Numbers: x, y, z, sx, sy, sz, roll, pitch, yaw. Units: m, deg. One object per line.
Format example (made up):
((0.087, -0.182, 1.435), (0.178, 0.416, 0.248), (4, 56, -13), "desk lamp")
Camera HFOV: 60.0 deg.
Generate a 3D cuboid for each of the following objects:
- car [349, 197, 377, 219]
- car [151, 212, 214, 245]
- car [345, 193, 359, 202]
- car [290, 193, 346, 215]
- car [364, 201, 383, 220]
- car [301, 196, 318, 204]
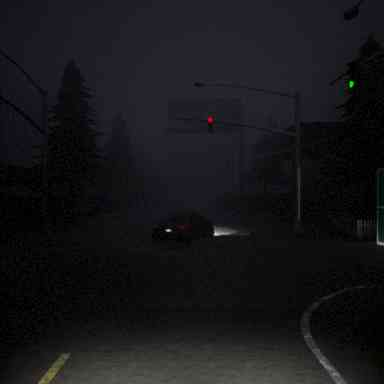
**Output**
((14.387, 1.505, 24.949), (3.866, 1.878, 1.905), (0, 0, 0), "car")
((-0.331, 1.654, 16.318), (1.994, 1.385, 4.181), (1, 0, 21), "car")
((34.960, 1.490, 71.792), (2.007, 1.523, 4.514), (0, 0, 0), "car")
((13.364, 1.413, 36.101), (5.566, 2.045, 2.150), (0, 0, -15), "car")
((18.718, 1.672, 30.616), (4.611, 1.667, 2.242), (0, 0, 0), "car")
((22.550, 1.553, 64.010), (1.970, 1.475, 3.806), (0, 0, 0), "car")
